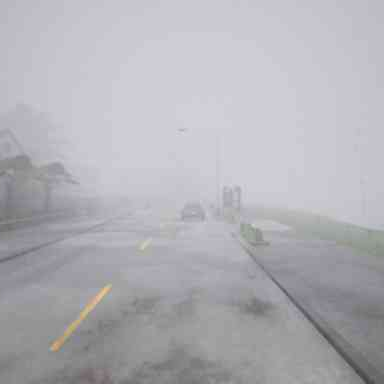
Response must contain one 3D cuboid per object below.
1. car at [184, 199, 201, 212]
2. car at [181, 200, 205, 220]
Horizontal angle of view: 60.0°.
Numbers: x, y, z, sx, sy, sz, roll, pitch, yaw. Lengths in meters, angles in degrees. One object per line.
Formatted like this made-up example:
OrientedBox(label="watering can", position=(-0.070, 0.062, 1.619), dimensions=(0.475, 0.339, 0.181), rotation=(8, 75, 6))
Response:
OrientedBox(label="car", position=(0.086, 1.593, 39.813), dimensions=(1.895, 1.301, 4.718), rotation=(0, 0, 0))
OrientedBox(label="car", position=(0.090, 1.559, 27.730), dimensions=(1.994, 1.385, 4.181), rotation=(0, 0, 0))
